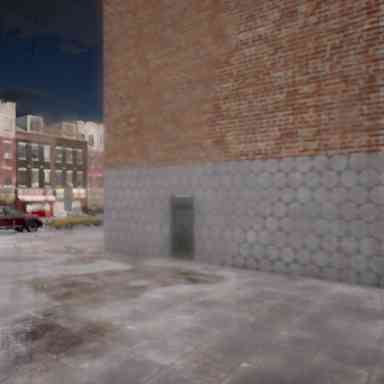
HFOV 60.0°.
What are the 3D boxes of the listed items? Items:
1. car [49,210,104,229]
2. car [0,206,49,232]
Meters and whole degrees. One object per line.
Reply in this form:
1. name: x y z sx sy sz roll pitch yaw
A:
1. car: -9.139 2.147 26.370 1.752 1.417 4.829 -1 -2 36
2. car: -12.466 1.831 21.728 2.192 1.841 5.009 -1 -2 36
